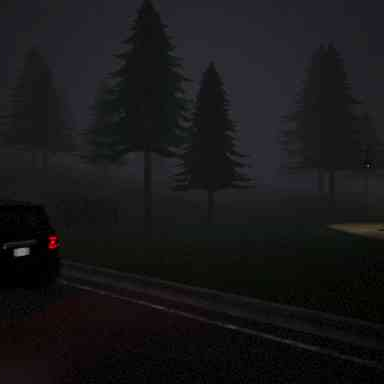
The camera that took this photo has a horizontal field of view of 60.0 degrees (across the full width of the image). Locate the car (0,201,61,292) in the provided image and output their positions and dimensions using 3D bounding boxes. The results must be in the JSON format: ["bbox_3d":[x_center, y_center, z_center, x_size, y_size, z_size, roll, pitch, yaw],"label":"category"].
[{"bbox_3d":[-5.402,1.220,7.845,5.566,2.045,2.150,0,0,35],"label":"car"}]
